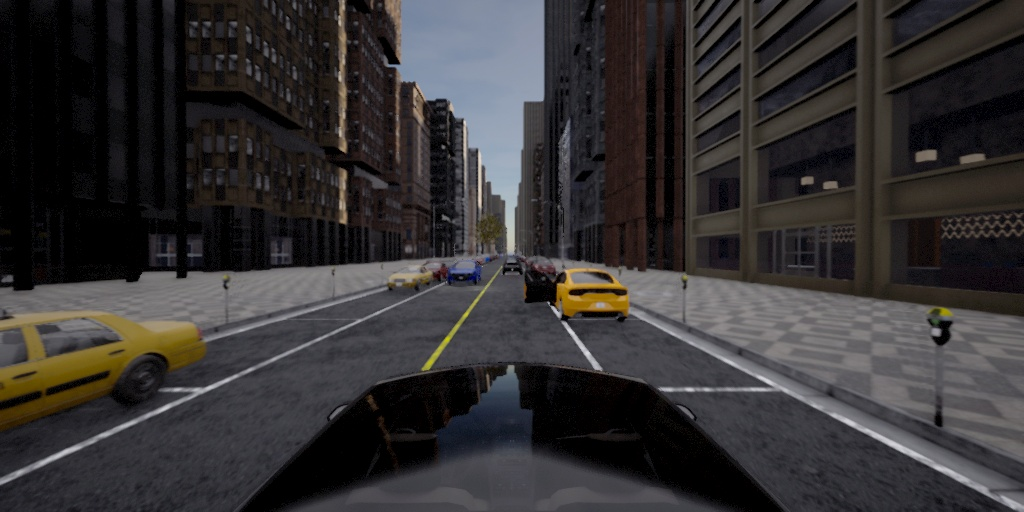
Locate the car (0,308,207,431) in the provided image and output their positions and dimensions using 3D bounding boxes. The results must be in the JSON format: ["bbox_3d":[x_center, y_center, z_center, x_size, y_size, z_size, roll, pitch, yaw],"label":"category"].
[{"bbox_3d":[-5.762,1.257,3.667,1.751,1.417,4.829,0,0,0],"label":"car"}]

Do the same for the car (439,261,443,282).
[{"bbox_3d":[-5.760,1.085,26.546,1.888,1.381,4.507,0,0,0],"label":"car"}]

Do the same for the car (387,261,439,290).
[{"bbox_3d":[-5.761,1.112,20.699,1.751,1.417,4.829,0,0,0],"label":"car"}]

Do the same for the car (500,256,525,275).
[{"bbox_3d":[0.033,0.976,34.963,1.837,1.490,4.892,0,0,0],"label":"car"}]

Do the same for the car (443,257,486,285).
[{"bbox_3d":[-3.096,1.036,24.230,1.882,1.535,5.008,0,0,0],"label":"car"}]

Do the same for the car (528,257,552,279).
[{"bbox_3d":[2.765,0.933,32.227,1.967,1.591,4.097,0,0,0],"label":"car"}]

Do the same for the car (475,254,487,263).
[{"bbox_3d":[-5.758,0.707,60.609,1.967,1.591,4.097,0,0,0],"label":"car"}]

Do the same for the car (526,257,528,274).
[{"bbox_3d":[2.765,1.014,37.905,1.948,1.339,4.313,0,0,0],"label":"car"}]

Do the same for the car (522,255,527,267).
[{"bbox_3d":[2.766,0.797,49.259,1.967,1.591,4.097,0,0,0],"label":"car"}]

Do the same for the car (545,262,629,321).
[{"bbox_3d":[2.362,1.138,12.041,1.882,1.535,5.008,0,0,0],"label":"car"}]

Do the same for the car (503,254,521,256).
[{"bbox_3d":[0.028,0.858,49.993,1.837,1.490,4.892,0,1,0],"label":"car"}]
